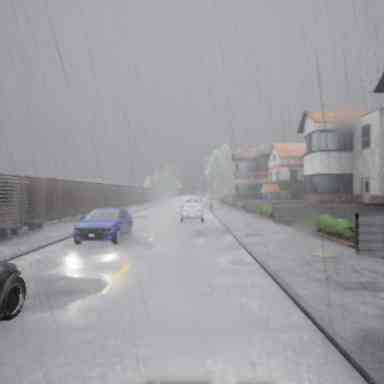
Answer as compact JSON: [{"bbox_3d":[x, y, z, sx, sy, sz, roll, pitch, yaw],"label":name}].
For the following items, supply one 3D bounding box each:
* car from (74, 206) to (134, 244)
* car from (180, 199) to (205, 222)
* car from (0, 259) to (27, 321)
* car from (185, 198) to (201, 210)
[{"bbox_3d":[-4.069,1.486,15.988,1.882,1.535,5.008,0,0,0],"label":"car"},{"bbox_3d":[0.034,1.538,26.573,1.812,1.442,4.674,0,0,1],"label":"car"},{"bbox_3d":[-4.088,1.567,4.529,1.994,1.385,4.181,0,0,0],"label":"car"},{"bbox_3d":[0.084,1.585,43.655,1.994,1.385,4.181,0,0,0],"label":"car"}]
